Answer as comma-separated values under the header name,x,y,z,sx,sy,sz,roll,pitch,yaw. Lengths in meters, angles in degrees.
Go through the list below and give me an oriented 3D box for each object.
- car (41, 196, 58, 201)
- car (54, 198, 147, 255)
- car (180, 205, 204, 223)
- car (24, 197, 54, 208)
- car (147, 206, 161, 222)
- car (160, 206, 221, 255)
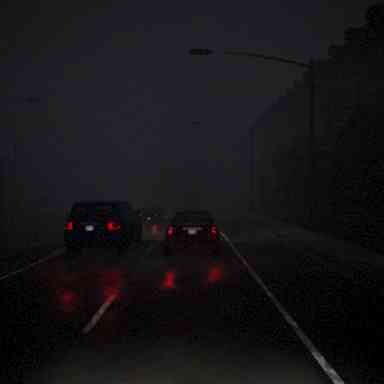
name,x,y,z,sx,sy,sz,roll,pitch,yaw
car,-25.489,1.771,60.654,5.566,2.045,2.150,0,-1,24
car,-3.492,1.348,14.029,2.150,2.045,5.566,0,0,0
car,0.016,1.873,29.105,1.895,1.301,4.718,0,0,0
car,-26.711,2.047,57.332,4.892,1.490,1.837,-1,-1,25
car,-3.484,1.873,29.108,1.895,1.301,4.718,0,0,0
car,0.010,1.482,14.083,2.097,1.767,4.553,0,-1,0
